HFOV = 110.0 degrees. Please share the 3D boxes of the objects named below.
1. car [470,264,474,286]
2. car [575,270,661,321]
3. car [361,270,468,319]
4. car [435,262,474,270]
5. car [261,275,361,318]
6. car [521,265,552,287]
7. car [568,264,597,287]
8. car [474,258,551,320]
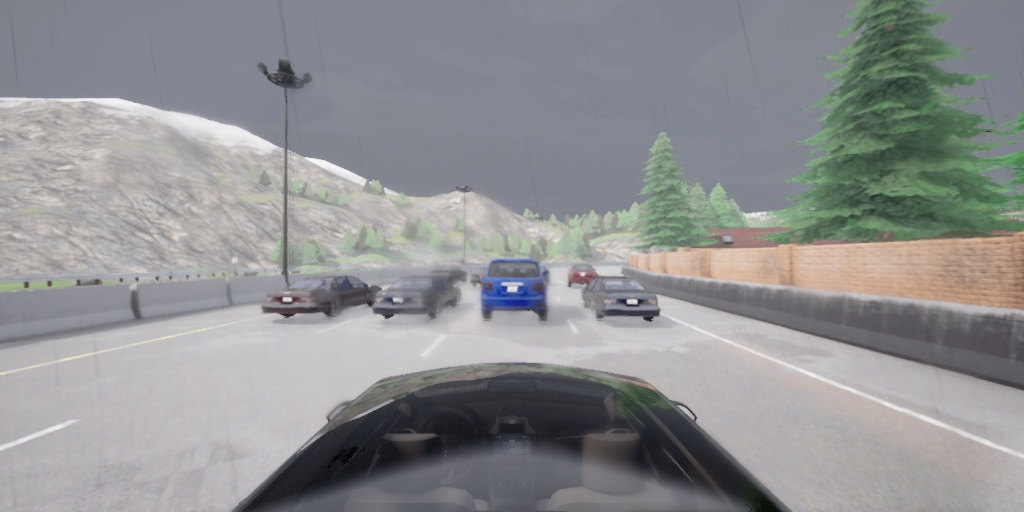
[{"bbox_3d":[-1.728,1.554,27.511,2.033,1.411,5.357,0,-1,10],"label":"car"},{"bbox_3d":[3.701,1.410,13.010,2.033,1.411,5.357,0,-1,4],"label":"car"},{"bbox_3d":[-3.286,1.414,13.427,2.033,1.411,5.357,0,-1,4],"label":"car"},{"bbox_3d":[-5.005,1.514,28.994,2.128,1.511,4.902,0,0,10],"label":"car"},{"bbox_3d":[-6.781,1.416,13.614,2.033,1.411,5.357,0,-1,4],"label":"car"},{"bbox_3d":[2.054,1.496,28.669,1.882,1.535,5.008,0,0,10],"label":"car"},{"bbox_3d":[5.367,1.356,27.344,2.097,1.767,4.553,0,-1,10],"label":"car"},{"bbox_3d":[0.214,1.090,13.297,2.150,2.045,5.566,0,0,4],"label":"car"}]
